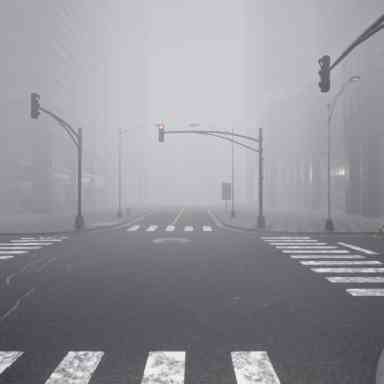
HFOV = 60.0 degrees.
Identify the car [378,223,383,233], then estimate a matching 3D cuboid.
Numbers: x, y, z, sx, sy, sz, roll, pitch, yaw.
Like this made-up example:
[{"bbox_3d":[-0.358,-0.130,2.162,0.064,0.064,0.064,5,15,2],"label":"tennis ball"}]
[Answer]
[{"bbox_3d":[11.757,1.564,16.205,4.829,1.417,1.752,0,-1,0],"label":"car"}]
